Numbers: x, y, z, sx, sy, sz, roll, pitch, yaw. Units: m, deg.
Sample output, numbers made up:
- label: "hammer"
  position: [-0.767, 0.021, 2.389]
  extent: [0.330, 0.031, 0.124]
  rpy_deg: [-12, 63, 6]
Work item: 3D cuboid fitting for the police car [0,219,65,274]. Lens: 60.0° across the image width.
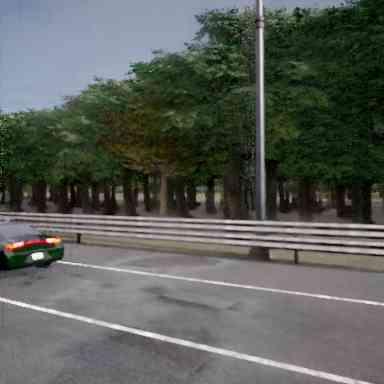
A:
- label: "police car"
  position: [-6.466, 1.662, 10.639]
  extent: [4.974, 1.542, 2.038]
  rpy_deg: [-1, -1, 30]
